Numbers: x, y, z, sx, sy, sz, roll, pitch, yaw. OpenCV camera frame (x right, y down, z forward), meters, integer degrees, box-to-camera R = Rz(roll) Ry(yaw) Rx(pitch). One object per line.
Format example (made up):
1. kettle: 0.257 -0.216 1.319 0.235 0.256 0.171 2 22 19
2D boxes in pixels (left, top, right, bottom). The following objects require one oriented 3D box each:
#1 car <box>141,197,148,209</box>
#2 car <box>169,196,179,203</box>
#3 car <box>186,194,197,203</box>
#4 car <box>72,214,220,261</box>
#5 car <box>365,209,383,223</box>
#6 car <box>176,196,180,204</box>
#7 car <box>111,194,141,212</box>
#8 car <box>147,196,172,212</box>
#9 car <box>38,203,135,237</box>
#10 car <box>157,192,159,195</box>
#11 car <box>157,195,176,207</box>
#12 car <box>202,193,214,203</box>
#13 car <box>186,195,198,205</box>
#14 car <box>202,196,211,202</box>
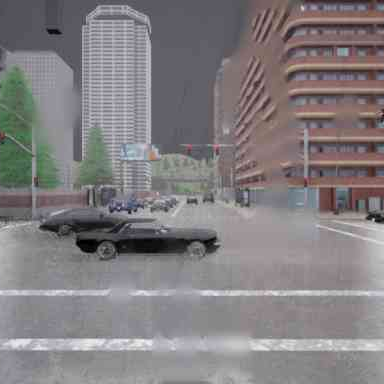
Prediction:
1. car: -7.158 1.547 45.449 2.033 1.411 5.357 0 0 0
2. car: -3.598 1.526 68.293 1.812 1.442 4.674 0 0 0
3. car: -0.089 1.352 69.466 2.097 1.767 4.553 0 0 0
4. car: -1.400 1.586 11.572 4.718 1.301 1.895 0 0 0
5. car: 15.002 1.492 23.249 5.357 1.411 2.033 0 0 -12
6. car: -3.654 1.547 57.917 2.033 1.411 5.357 0 0 0
7. car: -7.146 1.222 35.199 2.150 2.045 5.566 0 0 0
8. car: -3.647 1.525 38.259 1.812 1.442 4.674 0 0 0
9. car: -5.750 1.517 17.929 4.674 1.442 1.812 0 1 -33
10. car: -7.117 1.352 66.064 2.097 1.767 4.553 0 0 0
11. car: -3.652 1.525 47.355 1.812 1.442 4.674 0 0 0
12. car: 3.412 1.221 68.680 2.150 2.045 5.566 0 0 0
13. car: 0.027 1.477 59.474 1.882 1.535 5.008 0 0 0
14. car: 3.400 1.576 78.247 1.895 1.301 4.718 0 0 0
